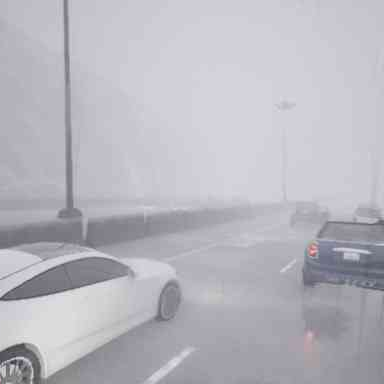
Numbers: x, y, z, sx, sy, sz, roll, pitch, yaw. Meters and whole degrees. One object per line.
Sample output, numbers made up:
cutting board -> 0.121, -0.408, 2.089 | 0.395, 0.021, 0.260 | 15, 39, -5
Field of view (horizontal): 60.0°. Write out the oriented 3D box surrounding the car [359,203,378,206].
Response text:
car -> 14.829, 1.664, 28.013 | 1.882, 1.535, 5.008 | 1, 0, 29

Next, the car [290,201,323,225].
car -> 8.538, 1.420, 23.790 | 2.097, 1.767, 4.553 | 1, 0, 29

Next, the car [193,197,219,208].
car -> 2.635, 1.389, 42.413 | 2.033, 1.411, 5.357 | 1, 0, 29

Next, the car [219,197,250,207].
car -> 5.572, 1.409, 40.496 | 2.128, 1.511, 4.902 | 1, 0, 29

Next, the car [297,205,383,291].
car -> 4.411, 1.404, 8.938 | 2.097, 1.767, 4.553 | 1, 0, 29

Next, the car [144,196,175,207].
car -> -4.519, 1.238, 43.962 | 1.994, 1.385, 4.181 | 1, 0, 29

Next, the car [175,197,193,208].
car -> -0.341, 1.313, 44.256 | 2.033, 1.411, 5.357 | 1, 0, 29

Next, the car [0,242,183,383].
car -> -1.891, 1.459, 4.709 | 1.812, 1.442, 4.674 | 1, 0, 29
